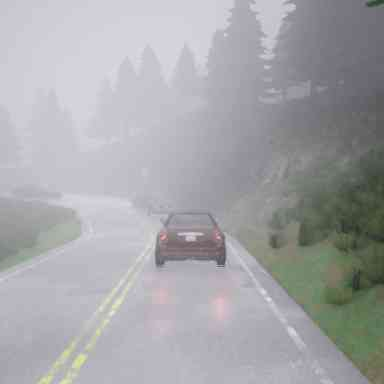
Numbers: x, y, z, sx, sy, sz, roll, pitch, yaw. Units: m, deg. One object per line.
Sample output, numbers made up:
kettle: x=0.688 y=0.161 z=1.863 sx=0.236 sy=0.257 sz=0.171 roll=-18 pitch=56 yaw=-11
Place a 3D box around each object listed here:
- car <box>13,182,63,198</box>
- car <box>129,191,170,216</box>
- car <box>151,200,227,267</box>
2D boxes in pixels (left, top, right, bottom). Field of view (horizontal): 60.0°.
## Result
car: x=-14.147 y=-0.091 z=30.494 sx=5.008 sy=1.535 sz=1.882 roll=2 pitch=5 yaw=24
car: x=-2.890 y=0.672 z=23.914 sx=2.033 sy=1.411 sz=5.357 roll=-3 pitch=9 yaw=-28
car: x=-0.073 y=1.319 z=11.503 sx=2.097 sy=1.767 sz=4.553 roll=0 pitch=0 yaw=-1
